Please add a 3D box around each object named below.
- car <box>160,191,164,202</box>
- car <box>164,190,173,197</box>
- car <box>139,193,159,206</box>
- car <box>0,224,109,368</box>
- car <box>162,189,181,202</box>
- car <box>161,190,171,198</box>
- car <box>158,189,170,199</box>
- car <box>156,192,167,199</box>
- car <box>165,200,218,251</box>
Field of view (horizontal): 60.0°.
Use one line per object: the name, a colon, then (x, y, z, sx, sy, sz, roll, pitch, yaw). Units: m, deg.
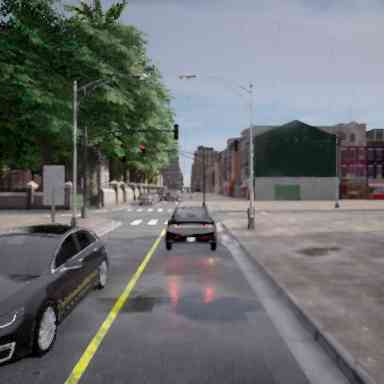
car: (-5.723, 0.895, 49.316, 2.008, 1.369, 4.403, 1, 1, -1)
car: (-6.170, 0.374, 87.461, 1.967, 1.590, 4.097, 1, 1, -1)
car: (-5.667, 0.984, 42.181, 2.008, 1.369, 4.403, 1, 1, -1)
car: (-2.849, 1.420, 5.953, 1.837, 1.490, 4.892, 0, 1, 0)
car: (-3.211, 0.652, 52.919, 2.097, 1.767, 4.553, 0, 1, 0)
car: (-6.041, 0.479, 76.562, 1.967, 1.590, 4.097, 1, 1, -1)
car: (-5.974, 0.410, 71.111, 2.192, 1.841, 5.009, 1, 1, -1)
car: (-5.916, 0.735, 65.664, 1.802, 1.307, 4.206, 1, 1, -1)
car: (-0.024, 1.306, 13.271, 2.128, 1.511, 4.902, 0, 1, 0)
